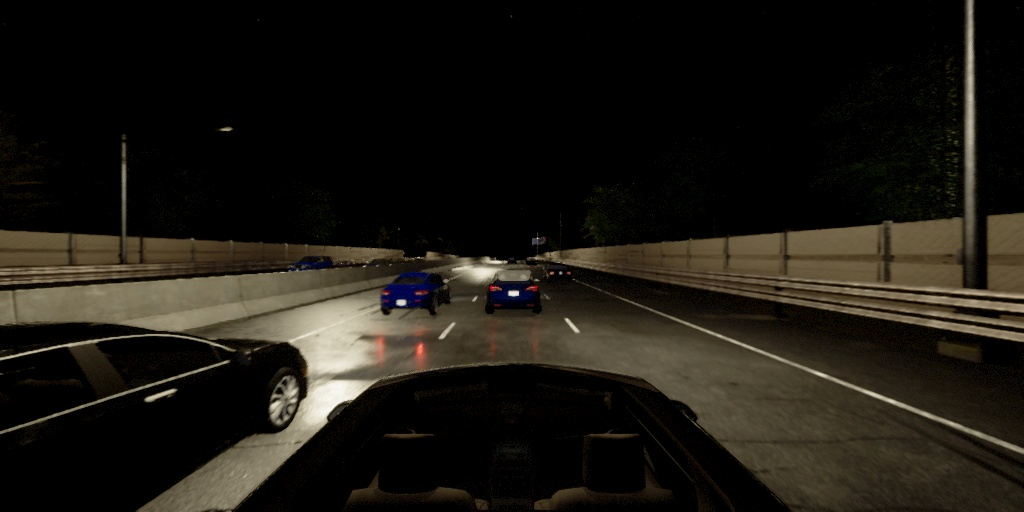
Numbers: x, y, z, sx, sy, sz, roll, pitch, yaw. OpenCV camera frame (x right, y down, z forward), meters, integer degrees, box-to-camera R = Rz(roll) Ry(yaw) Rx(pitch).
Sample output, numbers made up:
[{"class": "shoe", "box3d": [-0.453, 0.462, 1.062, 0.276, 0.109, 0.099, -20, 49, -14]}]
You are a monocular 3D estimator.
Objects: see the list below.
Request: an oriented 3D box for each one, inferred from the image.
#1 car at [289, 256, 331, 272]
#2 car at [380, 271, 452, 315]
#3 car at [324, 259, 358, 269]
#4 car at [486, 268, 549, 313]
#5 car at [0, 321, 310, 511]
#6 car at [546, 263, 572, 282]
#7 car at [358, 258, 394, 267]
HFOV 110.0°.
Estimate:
[{"class": "car", "box3d": [-21.004, 1.000, 37.884, 2.150, 2.045, 5.566, 0, 0, 0]}, {"class": "car", "box3d": [-3.501, 1.310, 13.654, 1.812, 1.442, 4.674, 0, 0, 0]}, {"class": "car", "box3d": [-17.504, 1.301, 37.912, 1.994, 1.385, 4.181, 0, 0, 0]}, {"class": "car", "box3d": [0.049, 1.289, 14.262, 2.163, 1.488, 4.792, 0, 0, 0]}, {"class": "car", "box3d": [-3.500, 1.257, 2.649, 1.837, 1.490, 4.892, 0, 0, 0]}, {"class": "car", "box3d": [3.597, 1.304, 28.983, 2.033, 1.411, 5.357, 0, 0, 0]}, {"class": "car", "box3d": [-14.004, 1.053, 37.935, 2.097, 1.767, 4.553, 0, 0, 0]}]
